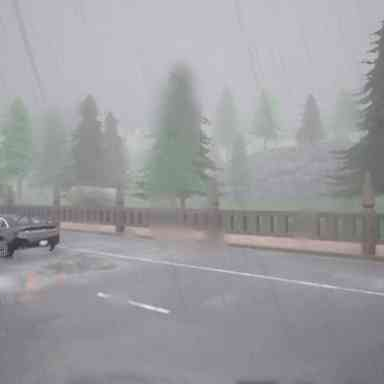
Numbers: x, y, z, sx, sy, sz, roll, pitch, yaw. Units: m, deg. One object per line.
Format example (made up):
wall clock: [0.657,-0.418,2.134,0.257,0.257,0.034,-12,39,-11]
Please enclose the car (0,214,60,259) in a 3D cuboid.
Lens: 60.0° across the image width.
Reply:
car: [-7.308,1.643,13.401,4.902,1.511,2.128,-1,0,36]
